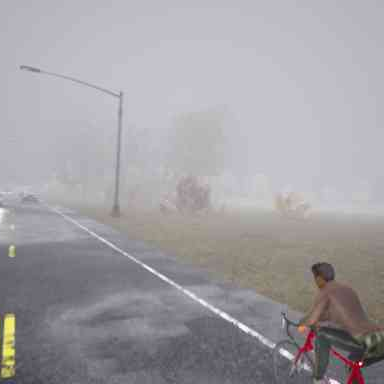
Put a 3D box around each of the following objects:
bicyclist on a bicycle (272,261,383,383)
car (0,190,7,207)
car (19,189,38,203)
[{"bbox_3d":[1.347,1.522,3.175,0.582,1.620,1.656,3,0,-28],"label":"bicyclist on a bicycle"},{"bbox_3d":[-19.556,0.754,32.647,1.895,1.301,4.718,3,0,-28],"label":"car"},{"bbox_3d":[-21.108,0.627,43.377,1.812,1.442,4.674,3,0,-28],"label":"car"}]
